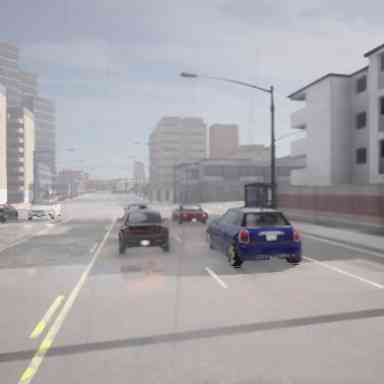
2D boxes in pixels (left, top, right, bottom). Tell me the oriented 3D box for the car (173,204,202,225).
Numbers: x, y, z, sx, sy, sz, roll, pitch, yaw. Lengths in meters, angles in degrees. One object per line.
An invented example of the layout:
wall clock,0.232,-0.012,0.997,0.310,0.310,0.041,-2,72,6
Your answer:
car,-0.265,1.525,23.502,1.895,1.301,4.718,-1,0,-11

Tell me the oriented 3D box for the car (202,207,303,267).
car,1.900,1.297,11.460,2.097,1.767,4.553,-1,0,-9

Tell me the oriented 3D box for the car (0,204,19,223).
car,-15.106,1.650,25.981,1.994,1.385,4.181,-1,0,-12

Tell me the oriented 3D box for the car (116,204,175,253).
car,-2.000,1.477,13.644,1.837,1.490,4.892,-1,0,-10

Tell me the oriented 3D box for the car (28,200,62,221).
car,-11.680,1.345,26.684,1.812,1.442,4.674,-1,0,-12
